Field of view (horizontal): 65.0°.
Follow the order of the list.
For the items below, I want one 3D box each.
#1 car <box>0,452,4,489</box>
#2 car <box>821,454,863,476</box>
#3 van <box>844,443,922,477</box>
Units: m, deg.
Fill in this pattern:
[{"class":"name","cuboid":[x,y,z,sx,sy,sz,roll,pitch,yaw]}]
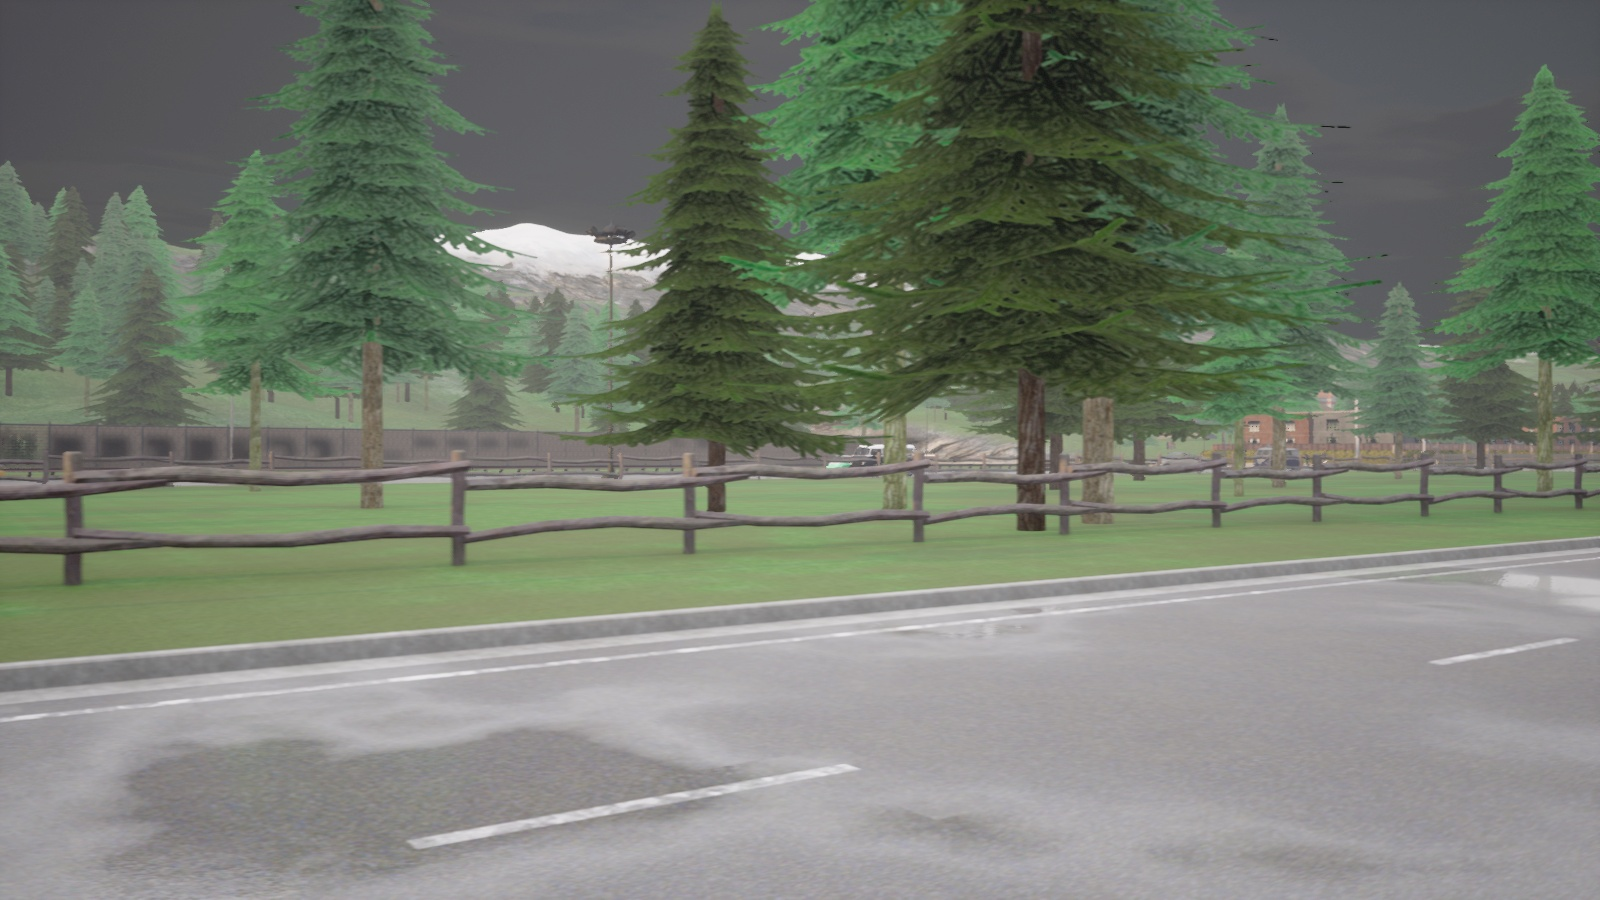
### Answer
[{"class":"car","cuboid":[-36.502,0.888,52.492,5.366,1.575,1.801,0,0,-35]},{"class":"car","cuboid":[2.673,0.971,79.910,2.207,1.376,1.481,0,0,-34]},{"class":"van","cuboid":[5.115,0.628,77.332,4.480,2.038,2.069,0,0,-34]}]
